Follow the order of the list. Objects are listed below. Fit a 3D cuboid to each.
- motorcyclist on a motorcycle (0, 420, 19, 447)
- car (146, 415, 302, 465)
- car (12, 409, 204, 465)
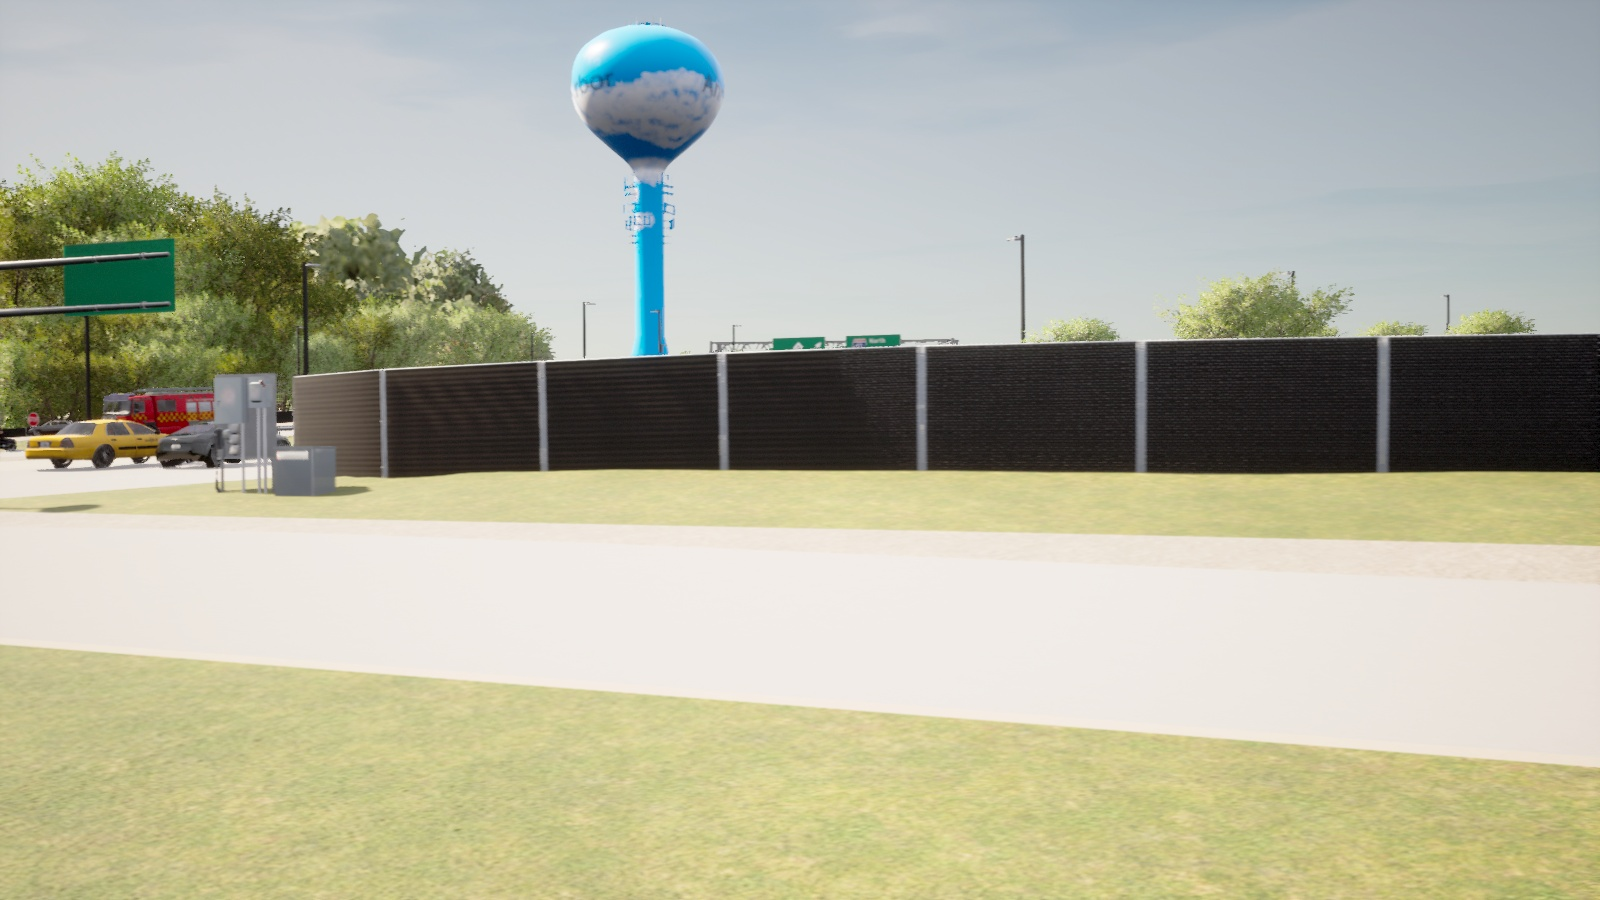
[{"bbox_3d":[-50.745,-1.027,79.299,0.766,1.649,2.350,0,3,26],"label":"motorcyclist on a motorcycle"},{"bbox_3d":[-17.462,-0.345,38.283,1.994,1.385,4.181,0,2,18],"label":"car"},{"bbox_3d":[-21.060,-0.453,38.529,1.801,1.575,5.366,0,2,18],"label":"car"}]
